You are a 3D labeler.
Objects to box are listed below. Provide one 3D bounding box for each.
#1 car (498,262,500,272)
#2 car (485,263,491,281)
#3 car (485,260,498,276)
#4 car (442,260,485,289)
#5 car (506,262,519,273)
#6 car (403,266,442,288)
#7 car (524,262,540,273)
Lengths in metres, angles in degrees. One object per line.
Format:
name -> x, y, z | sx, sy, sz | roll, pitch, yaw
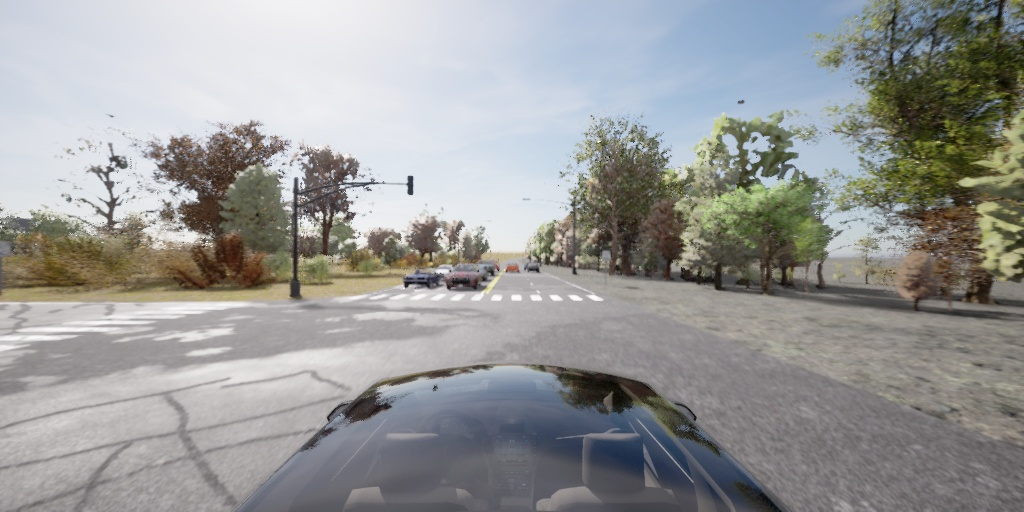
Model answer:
car -> -3.226, 1.691, 61.143 | 2.150, 2.045, 5.566 | 0, -1, 0
car -> -3.336, 1.633, 34.481 | 1.812, 1.442, 4.674 | 0, -1, 0
car -> -3.320, 1.458, 45.520 | 2.150, 2.045, 5.566 | 0, -1, 0
car -> -3.338, 1.357, 25.496 | 2.097, 1.767, 4.553 | 0, -1, 0
car -> 0.073, 1.723, 56.229 | 2.097, 1.767, 4.553 | 0, -1, 0
car -> -6.590, 1.607, 26.667 | 1.895, 1.301, 4.718 | 0, -1, 0
car -> 3.344, 1.867, 56.797 | 1.837, 1.490, 4.892 | 1, -2, 0
